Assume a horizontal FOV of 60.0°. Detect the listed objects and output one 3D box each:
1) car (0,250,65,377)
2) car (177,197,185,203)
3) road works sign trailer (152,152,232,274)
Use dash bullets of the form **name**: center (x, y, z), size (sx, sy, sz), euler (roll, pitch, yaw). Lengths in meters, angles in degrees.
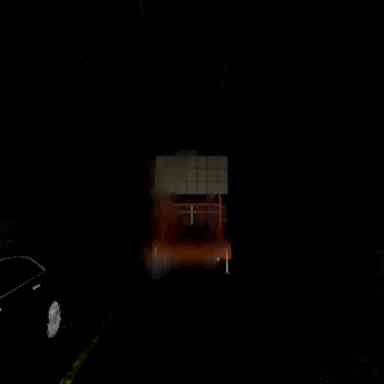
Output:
- **car**: center (-3.004, 1.524, 3.667), size (1.837, 1.490, 4.892), euler (0, 0, 0)
- **car**: center (-3.042, 2.150, 88.994), size (1.812, 1.442, 4.674), euler (0, -1, 0)
- **road works sign trailer**: center (-0.007, 0.520, 10.760), size (2.380, 3.560, 2.880), euler (0, 0, 0)
